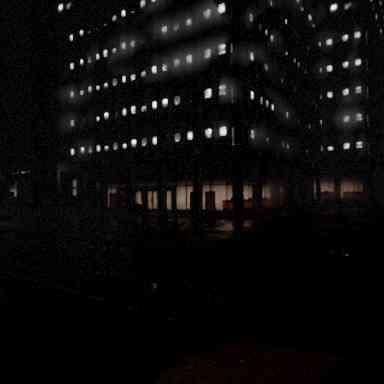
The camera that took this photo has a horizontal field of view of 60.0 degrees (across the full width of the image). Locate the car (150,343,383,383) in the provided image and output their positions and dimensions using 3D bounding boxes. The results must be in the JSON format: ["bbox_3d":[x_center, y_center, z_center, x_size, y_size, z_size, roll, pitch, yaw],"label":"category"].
[{"bbox_3d":[1.686,1.527,1.686,4.829,1.417,1.752,0,-1,35],"label":"car"}]
